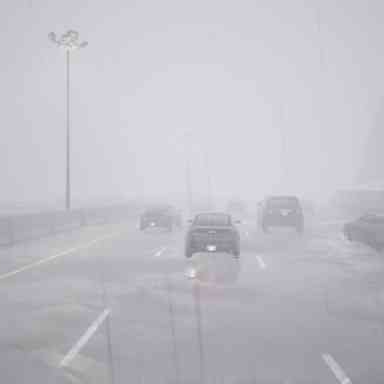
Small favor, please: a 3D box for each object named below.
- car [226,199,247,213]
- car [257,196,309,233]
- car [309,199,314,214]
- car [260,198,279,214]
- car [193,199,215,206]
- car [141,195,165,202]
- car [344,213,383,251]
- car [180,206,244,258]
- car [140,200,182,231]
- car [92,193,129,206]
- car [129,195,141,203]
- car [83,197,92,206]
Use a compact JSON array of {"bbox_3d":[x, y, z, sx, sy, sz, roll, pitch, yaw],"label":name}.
[{"bbox_3d":[4.762,1.491,35.754,1.837,1.490,4.892,0,0,14],"label":"car"},{"bbox_3d":[5.154,1.219,19.837,2.150,2.045,5.566,0,0,8],"label":"car"},{"bbox_3d":[11.948,1.506,35.630,1.837,1.490,4.892,0,0,14],"label":"car"},{"bbox_3d":[8.672,1.471,36.926,1.882,1.535,5.008,0,0,15],"label":"car"},{"bbox_3d":[1.358,1.504,36.631,1.812,1.442,4.674,0,0,14],"label":"car"},{"bbox_3d":[-5.541,1.460,51.000,1.837,1.490,4.892,0,-1,19],"label":"car"},{"bbox_3d":[7.973,1.572,13.952,1.994,1.385,4.181,0,0,6],"label":"car"},{"bbox_3d":[0.831,1.498,12.821,1.837,1.490,4.892,0,0,5],"label":"car"},{"bbox_3d":[-1.795,1.487,20.441,1.837,1.490,4.892,0,0,8],"label":"car"},{"bbox_3d":[-12.642,1.159,51.884,2.150,2.045,5.566,0,0,18],"label":"car"},{"bbox_3d":[-8.592,1.299,52.878,2.097,1.767,4.553,0,0,19],"label":"car"},{"bbox_3d":[-15.611,1.407,54.006,1.882,1.535,5.008,0,0,19],"label":"car"}]
